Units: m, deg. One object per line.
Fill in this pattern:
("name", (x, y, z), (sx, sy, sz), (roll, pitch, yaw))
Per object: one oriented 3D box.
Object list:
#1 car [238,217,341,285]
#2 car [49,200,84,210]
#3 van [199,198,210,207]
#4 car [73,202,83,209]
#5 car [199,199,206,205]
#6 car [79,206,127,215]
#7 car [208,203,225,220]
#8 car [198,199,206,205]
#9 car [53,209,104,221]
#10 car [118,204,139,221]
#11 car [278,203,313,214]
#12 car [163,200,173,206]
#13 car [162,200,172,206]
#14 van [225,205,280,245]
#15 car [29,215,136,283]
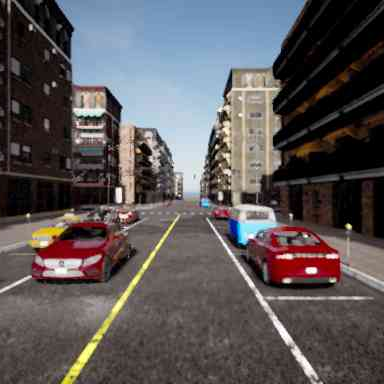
("car", (2.686, 1.657, 9.717), (1.887, 1.381, 4.507), (0, -1, 0))
("car", (-18.882, 1.938, 50.231), (4.674, 1.442, 1.812), (1, 0, 0))
("van", (2.818, 2.250, 70.258), (1.690, 1.788, 3.998), (-1, -1, 0))
("car", (-17.729, 2.052, 47.546), (4.206, 1.307, 1.802), (1, -1, 0))
("car", (2.692, 2.688, 86.960), (1.752, 1.417, 4.829), (-1, -1, 0))
("car", (-5.693, 1.812, 21.066), (1.947, 1.339, 4.313), (0, -1, 0))
("car", (2.796, 1.969, 32.357), (1.802, 1.307, 4.206), (0, -1, 0))
("car", (2.691, 2.688, 92.313), (1.967, 1.590, 4.097), (-1, -1, 0))
("car", (-5.694, 1.702, 15.235), (1.752, 1.417, 4.829), (0, -1, 0))
("car", (-5.736, 1.779, 28.578), (1.967, 1.590, 4.097), (0, -1, 0))
("car", (14.724, 2.336, 47.478), (4.507, 1.381, 1.887), (1, -1, 0))
("car", (-5.833, 2.640, 81.323), (1.947, 1.339, 4.313), (-1, -1, 0))
("car", (-5.833, 2.573, 75.802), (1.802, 1.307, 4.206), (-1, -1, 0))
("van", (2.685, 1.520, 15.380), (1.690, 1.788, 3.998), (0, -1, 0))
("car", (-3.099, 1.643, 10.198), (1.812, 1.442, 4.674), (0, -1, 0))
